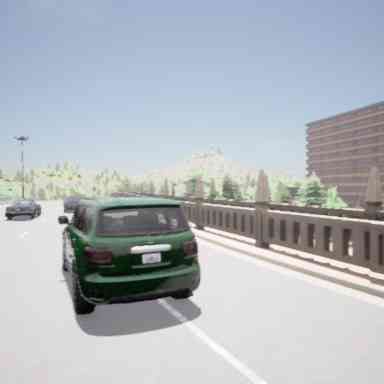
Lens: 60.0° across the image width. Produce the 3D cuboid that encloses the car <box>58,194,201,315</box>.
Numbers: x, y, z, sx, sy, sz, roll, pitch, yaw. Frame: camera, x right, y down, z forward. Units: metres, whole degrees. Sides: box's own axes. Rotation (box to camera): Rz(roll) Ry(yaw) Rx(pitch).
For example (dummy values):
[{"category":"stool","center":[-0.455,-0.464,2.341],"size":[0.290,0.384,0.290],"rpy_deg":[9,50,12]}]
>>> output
[{"category":"car","center":[-1.758,1.121,7.726],"size":[2.150,2.045,5.566],"rpy_deg":[-1,1,-25]}]

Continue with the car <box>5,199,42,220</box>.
[{"category":"car","center":[-12.917,1.283,25.720],"size":[2.033,1.411,5.357],"rpy_deg":[-1,1,-17]}]

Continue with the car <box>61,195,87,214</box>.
[{"category":"car","center":[-11.137,1.125,31.638],"size":[2.128,1.511,4.902],"rpy_deg":[-1,1,-17]}]

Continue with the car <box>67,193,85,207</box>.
[{"category":"car","center":[-14.502,0.993,41.846],"size":[1.882,1.535,5.008],"rpy_deg":[-1,1,-16]}]
